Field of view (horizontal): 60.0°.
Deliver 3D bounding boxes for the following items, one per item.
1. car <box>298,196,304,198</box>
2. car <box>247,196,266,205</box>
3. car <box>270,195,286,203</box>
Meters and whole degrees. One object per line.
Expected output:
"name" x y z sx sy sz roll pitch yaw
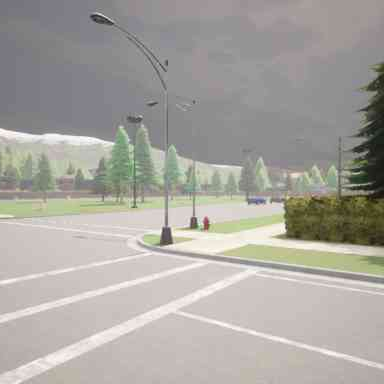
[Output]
"car" 18.756 1.478 57.136 1.882 1.535 5.008 0 0 36
"car" 11.588 1.478 59.169 1.882 1.535 5.008 0 0 36
"car" 17.536 1.353 67.396 2.097 1.767 4.553 0 0 36
